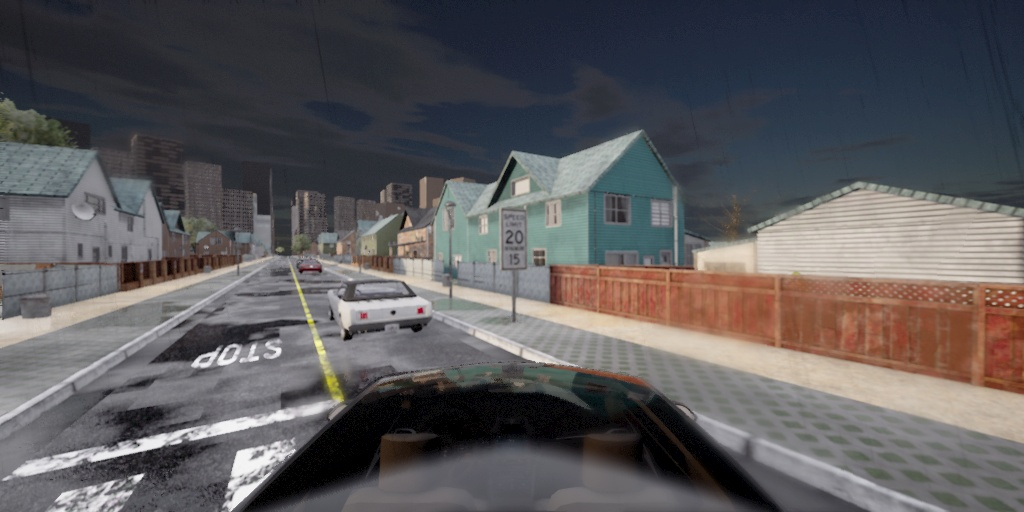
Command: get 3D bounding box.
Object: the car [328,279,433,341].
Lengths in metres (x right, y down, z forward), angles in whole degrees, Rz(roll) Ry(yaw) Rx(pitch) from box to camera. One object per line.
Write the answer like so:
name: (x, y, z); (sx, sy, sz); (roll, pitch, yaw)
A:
car: (-3.819, 1.270, 9.782); (1.895, 1.301, 4.718); (-1, 1, -32)

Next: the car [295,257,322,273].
car: (-20.615, 0.984, 36.590); (1.994, 1.385, 4.181); (-1, 1, -33)
